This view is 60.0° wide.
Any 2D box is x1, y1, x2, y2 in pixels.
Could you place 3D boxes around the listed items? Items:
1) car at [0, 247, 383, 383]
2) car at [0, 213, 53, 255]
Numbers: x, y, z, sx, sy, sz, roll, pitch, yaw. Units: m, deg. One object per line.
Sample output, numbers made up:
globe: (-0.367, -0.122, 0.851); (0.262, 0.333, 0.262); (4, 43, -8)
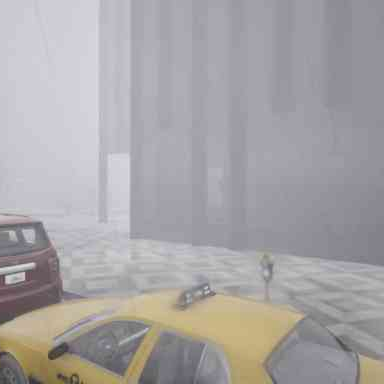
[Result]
car: (-0.185, 1.525, 3.093); (4.829, 1.417, 1.752); (0, 0, 36)
car: (-4.461, 1.314, 6.148); (5.009, 1.841, 2.192); (0, 0, 36)
